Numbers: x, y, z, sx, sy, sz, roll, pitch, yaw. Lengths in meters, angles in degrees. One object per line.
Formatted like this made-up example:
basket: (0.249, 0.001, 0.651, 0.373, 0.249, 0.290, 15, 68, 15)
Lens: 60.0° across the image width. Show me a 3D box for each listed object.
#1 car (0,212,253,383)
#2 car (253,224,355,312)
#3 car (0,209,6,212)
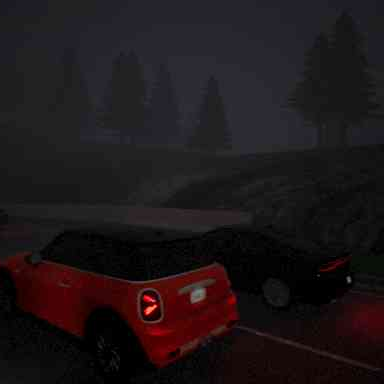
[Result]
car: (-1.541, 1.357, 5.707, 4.553, 1.767, 2.097, 0, 0, 40)
car: (1.112, 1.509, 7.950, 5.008, 1.535, 1.882, 0, 0, 40)
car: (-12.959, 1.442, 19.855, 4.902, 1.511, 2.128, 0, 0, 32)
